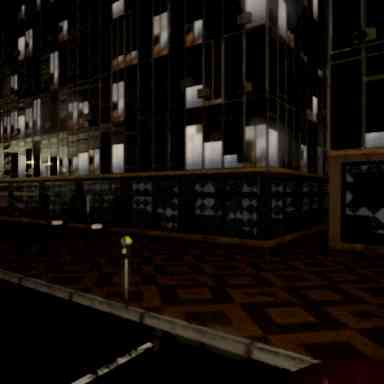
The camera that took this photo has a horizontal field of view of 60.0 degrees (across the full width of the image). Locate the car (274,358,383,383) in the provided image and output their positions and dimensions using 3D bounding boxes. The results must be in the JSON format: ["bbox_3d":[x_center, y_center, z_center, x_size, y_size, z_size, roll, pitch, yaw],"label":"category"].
[{"bbox_3d":[2.351,1.549,1.200,4.507,1.381,1.887,0,0,35],"label":"car"}]
